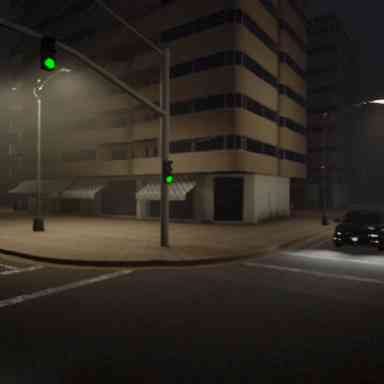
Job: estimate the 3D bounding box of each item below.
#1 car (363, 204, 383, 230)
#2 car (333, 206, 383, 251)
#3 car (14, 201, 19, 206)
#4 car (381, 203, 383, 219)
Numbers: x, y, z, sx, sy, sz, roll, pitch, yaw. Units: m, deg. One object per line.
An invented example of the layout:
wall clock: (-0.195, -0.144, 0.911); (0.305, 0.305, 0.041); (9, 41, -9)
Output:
car: (13.247, 1.642, 22.726); (2.033, 1.411, 5.357); (0, 0, 35)
car: (7.638, 1.575, 14.761); (1.837, 1.490, 4.892); (0, 0, 35)
car: (-25.057, 1.589, 51.692); (1.895, 1.301, 4.718); (0, 0, 20)
car: (18.687, 1.682, 30.423); (1.994, 1.385, 4.181); (0, 0, 36)
